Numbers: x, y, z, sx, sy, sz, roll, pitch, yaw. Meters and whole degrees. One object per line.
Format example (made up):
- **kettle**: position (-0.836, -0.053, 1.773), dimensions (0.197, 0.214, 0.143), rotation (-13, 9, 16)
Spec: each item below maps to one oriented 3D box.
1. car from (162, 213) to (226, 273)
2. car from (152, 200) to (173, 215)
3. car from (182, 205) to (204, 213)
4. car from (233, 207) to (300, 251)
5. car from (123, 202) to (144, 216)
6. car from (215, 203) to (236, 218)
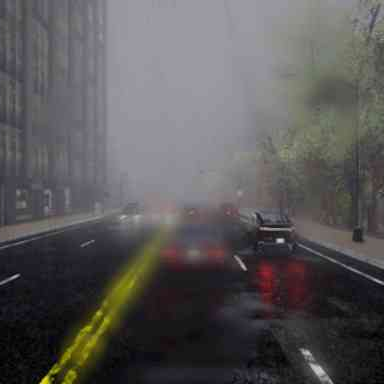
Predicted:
- **car**: position (0.059, 1.659, 11.036), dimensions (2.033, 1.411, 5.357), rotation (0, -1, 0)
- **car**: position (-3.367, 1.739, 38.821), dimensions (2.097, 1.767, 4.553), rotation (0, 0, 0)
- **car**: position (0.062, 1.871, 30.773), dimensions (1.994, 1.385, 4.181), rotation (0, -1, 0)
- **car**: position (3.322, 1.640, 14.906), dimensions (2.128, 1.511, 4.902), rotation (0, -1, 0)
- **car**: position (-6.619, 1.887, 38.059), dimensions (1.837, 1.490, 4.892), rotation (0, -1, 0)
- **car**: position (3.316, 1.794, 31.704), dimensions (1.882, 1.535, 5.008), rotation (0, -1, 0)
